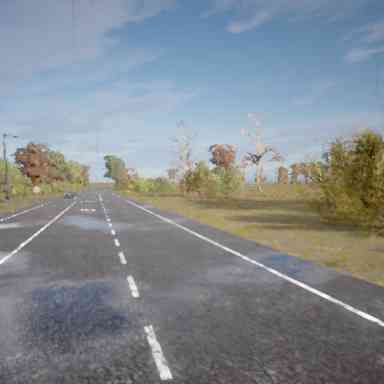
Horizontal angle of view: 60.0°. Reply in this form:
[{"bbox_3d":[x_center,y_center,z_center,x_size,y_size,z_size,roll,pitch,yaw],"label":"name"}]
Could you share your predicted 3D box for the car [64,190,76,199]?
[{"bbox_3d":[-22.710,0.448,62.217,1.837,1.490,4.892,-2,2,-16],"label":"car"}]
